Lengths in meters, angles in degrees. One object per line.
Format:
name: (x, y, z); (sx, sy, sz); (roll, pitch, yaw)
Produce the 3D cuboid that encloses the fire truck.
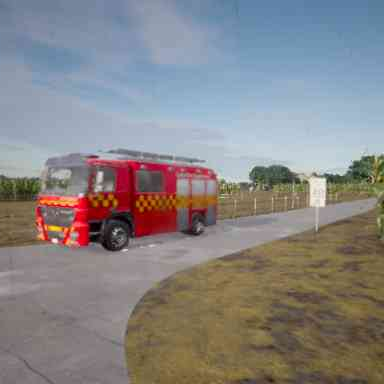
fire truck: (-2.213, 0.222, 14.861); (2.891, 3.827, 8.468); (2, 1, 36)
